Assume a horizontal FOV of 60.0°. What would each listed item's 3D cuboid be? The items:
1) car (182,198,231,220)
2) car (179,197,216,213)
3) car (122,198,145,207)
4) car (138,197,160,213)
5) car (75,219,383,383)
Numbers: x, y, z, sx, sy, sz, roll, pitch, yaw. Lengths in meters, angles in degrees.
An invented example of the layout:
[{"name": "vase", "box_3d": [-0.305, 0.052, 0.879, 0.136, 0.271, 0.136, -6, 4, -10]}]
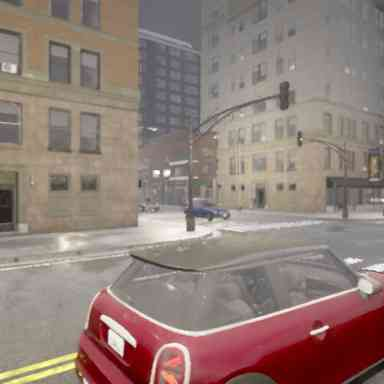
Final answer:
[{"name": "car", "box_3d": [1.132, 1.469, 26.626, 1.812, 1.442, 4.674, 0, 0, -34]}, {"name": "car", "box_3d": [0.553, 1.383, 36.967, 1.967, 1.590, 4.097, 0, 0, -35]}, {"name": "car", "box_3d": [-8.918, 1.524, 50.307, 1.802, 1.307, 4.206, 0, 0, -35]}, {"name": "car", "box_3d": [-5.292, 1.292, 35.731, 2.097, 1.767, 4.553, 0, 0, -36]}, {"name": "car", "box_3d": [1.036, 1.345, 4.213, 4.553, 1.767, 2.097, 0, 0, -36]}]
